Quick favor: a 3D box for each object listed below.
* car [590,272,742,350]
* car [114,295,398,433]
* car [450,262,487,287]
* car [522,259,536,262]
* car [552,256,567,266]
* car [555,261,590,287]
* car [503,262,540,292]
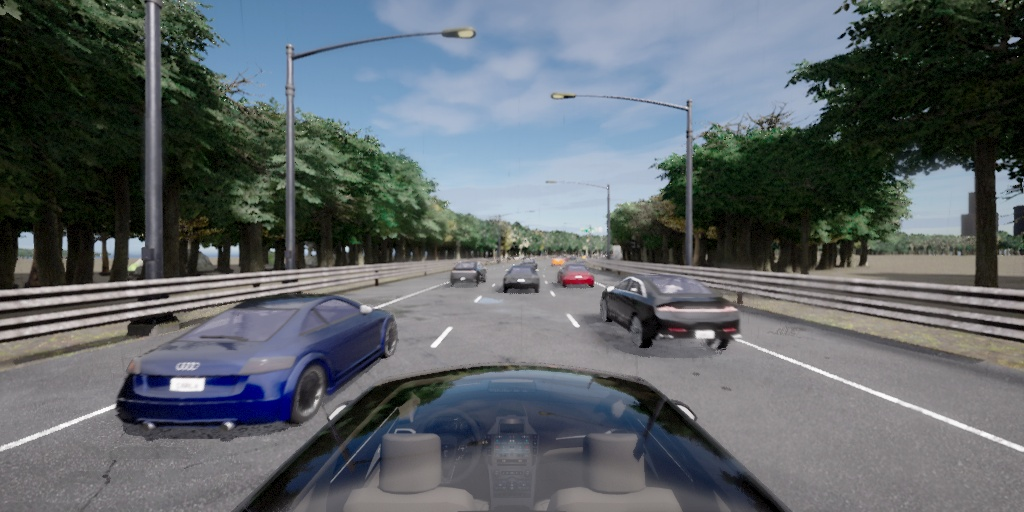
[{"bbox_3d":[3.580,1.208,8.990,2.128,1.511,4.902,0,0,1],"label":"car"},{"bbox_3d":[-3.342,1.295,5.719,1.994,1.385,4.181,0,0,1],"label":"car"},{"bbox_3d":[-2.781,1.139,23.697,2.128,1.511,4.902,0,0,3],"label":"car"},{"bbox_3d":[1.906,1.055,39.637,2.128,1.511,4.902,0,0,5],"label":"car"},{"bbox_3d":[7.961,0.802,61.374,2.097,1.767,4.553,0,0,9],"label":"car"},{"bbox_3d":[4.095,1.214,23.384,1.994,1.385,4.181,0,0,3],"label":"car"},{"bbox_3d":[0.572,1.227,20.567,1.994,1.385,4.181,0,0,3],"label":"car"}]
